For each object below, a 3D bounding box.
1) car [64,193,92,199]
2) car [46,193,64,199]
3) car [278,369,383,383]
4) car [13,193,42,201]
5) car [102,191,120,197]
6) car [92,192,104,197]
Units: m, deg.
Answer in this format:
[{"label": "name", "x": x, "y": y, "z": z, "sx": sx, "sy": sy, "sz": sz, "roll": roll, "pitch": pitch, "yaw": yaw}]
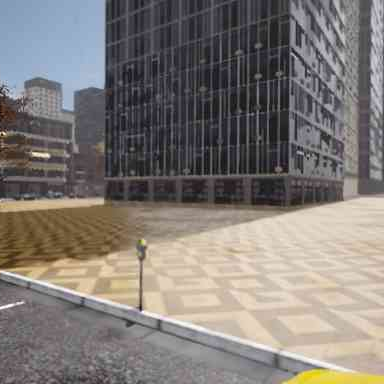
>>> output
[{"label": "car", "x": -24.043, "y": 0.872, "z": 70.263, "sx": 2.008, "sy": 1.369, "sz": 4.403, "roll": 2, "pitch": 2, "yaw": 35}, {"label": "car", "x": -30.934, "y": 0.806, "z": 75.032, "sx": 2.008, "sy": 1.369, "sz": 4.403, "roll": 2, "pitch": 2, "yaw": 35}, {"label": "car", "x": 2.385, "y": 1.526, "z": 1.165, "sx": 4.829, "sy": 1.417, "sz": 1.752, "roll": 0, "pitch": 0, "yaw": 35}, {"label": "car", "x": -30.380, "y": 1.046, "z": 61.104, "sx": 2.008, "sy": 1.369, "sz": 4.403, "roll": 2, "pitch": 2, "yaw": 35}, {"label": "car", "x": -21.524, "y": 0.524, "z": 88.630, "sx": 1.752, "sy": 1.417, "sz": 4.829, "roll": 2, "pitch": 2, "yaw": 35}, {"label": "car", "x": -24.596, "y": 0.648, "z": 84.191, "sx": 1.947, "sy": 1.339, "sz": 4.313, "roll": 2, "pitch": 2, "yaw": 35}]
